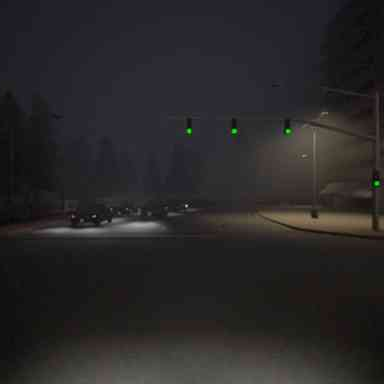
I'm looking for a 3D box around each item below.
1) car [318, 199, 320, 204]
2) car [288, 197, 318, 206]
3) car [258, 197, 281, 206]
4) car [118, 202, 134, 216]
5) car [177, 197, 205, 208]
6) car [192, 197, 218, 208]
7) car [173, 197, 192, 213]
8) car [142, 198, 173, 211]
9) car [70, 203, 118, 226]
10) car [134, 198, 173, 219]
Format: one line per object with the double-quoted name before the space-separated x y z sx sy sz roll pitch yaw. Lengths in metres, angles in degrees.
"car" 21.638 1.586 62.102 4.902 1.511 2.128 0 0 -22
"car" 18.438 1.563 56.198 5.008 1.535 1.882 0 0 -34
"car" 13.069 1.577 56.177 4.902 1.511 2.128 0 0 -42
"car" -6.452 1.649 32.749 1.895 1.301 4.718 0 0 6
"car" -0.087 1.570 51.760 2.128 1.511 4.902 0 0 32
"car" 1.931 1.674 48.219 1.895 1.301 4.718 0 0 31
"car" -1.952 1.605 38.988 2.033 1.411 5.357 0 0 15
"car" -4.334 1.555 42.595 2.128 1.511 4.902 0 0 20
"car" -6.987 1.559 23.670 1.812 1.442 4.674 0 0 2
"car" -3.257 1.534 29.257 2.128 1.511 4.902 0 0 4
